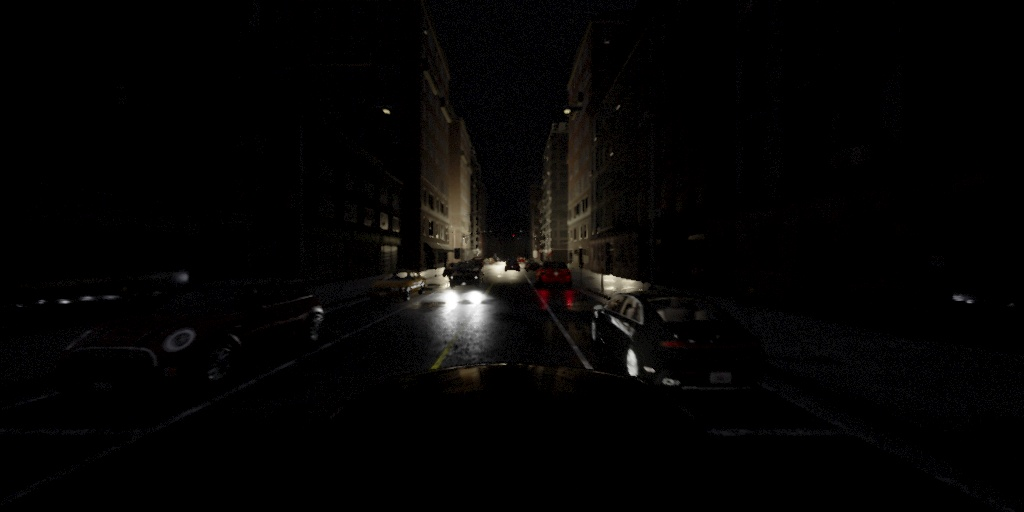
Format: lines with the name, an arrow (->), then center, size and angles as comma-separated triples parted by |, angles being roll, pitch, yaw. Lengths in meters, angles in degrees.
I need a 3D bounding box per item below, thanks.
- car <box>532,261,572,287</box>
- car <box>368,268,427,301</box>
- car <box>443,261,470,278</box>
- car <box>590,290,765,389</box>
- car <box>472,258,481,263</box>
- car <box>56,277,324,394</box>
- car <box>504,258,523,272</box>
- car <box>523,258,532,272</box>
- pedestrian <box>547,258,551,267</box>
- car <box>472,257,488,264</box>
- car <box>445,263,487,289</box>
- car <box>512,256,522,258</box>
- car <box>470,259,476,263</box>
car -> 2.745, 1.092, 24.405 | 2.097, 1.767, 4.553 | 0, 0, 0
car -> -5.391, 1.269, 17.370 | 1.751, 1.417, 4.829 | 0, 0, 0
car -> -5.394, 1.318, 33.778 | 1.802, 1.307, 4.207 | 0, 0, 0
car -> 2.636, 1.299, 6.707 | 2.007, 1.370, 4.403 | 0, 0, 0
car -> -5.397, 1.277, 44.604 | 2.007, 1.370, 4.403 | 0, 0, 0
car -> -5.389, 1.188, 6.715 | 1.967, 1.591, 4.097 | 0, 0, 0
car -> 0.054, 1.289, 45.809 | 1.994, 1.385, 4.181 | 0, 0, 0
car -> 2.629, 1.253, 44.767 | 1.751, 1.417, 4.829 | 0, 0, 0
pedestrian -> 2.745, 1.034, 27.211 | 0.375, 1.860, 0.375 | 0, 0, -5
car -> -5.399, 1.030, 55.430 | 2.192, 1.841, 5.009 | 0, 0, 0
car -> -2.853, 1.342, 23.431 | 1.895, 1.301, 4.718 | 0, 0, 0
car -> -0.010, 1.207, 56.142 | 2.128, 1.511, 4.902 | 0, 0, 0
car -> -5.395, 1.283, 39.191 | 2.007, 1.370, 4.403 | 0, 0, 0
